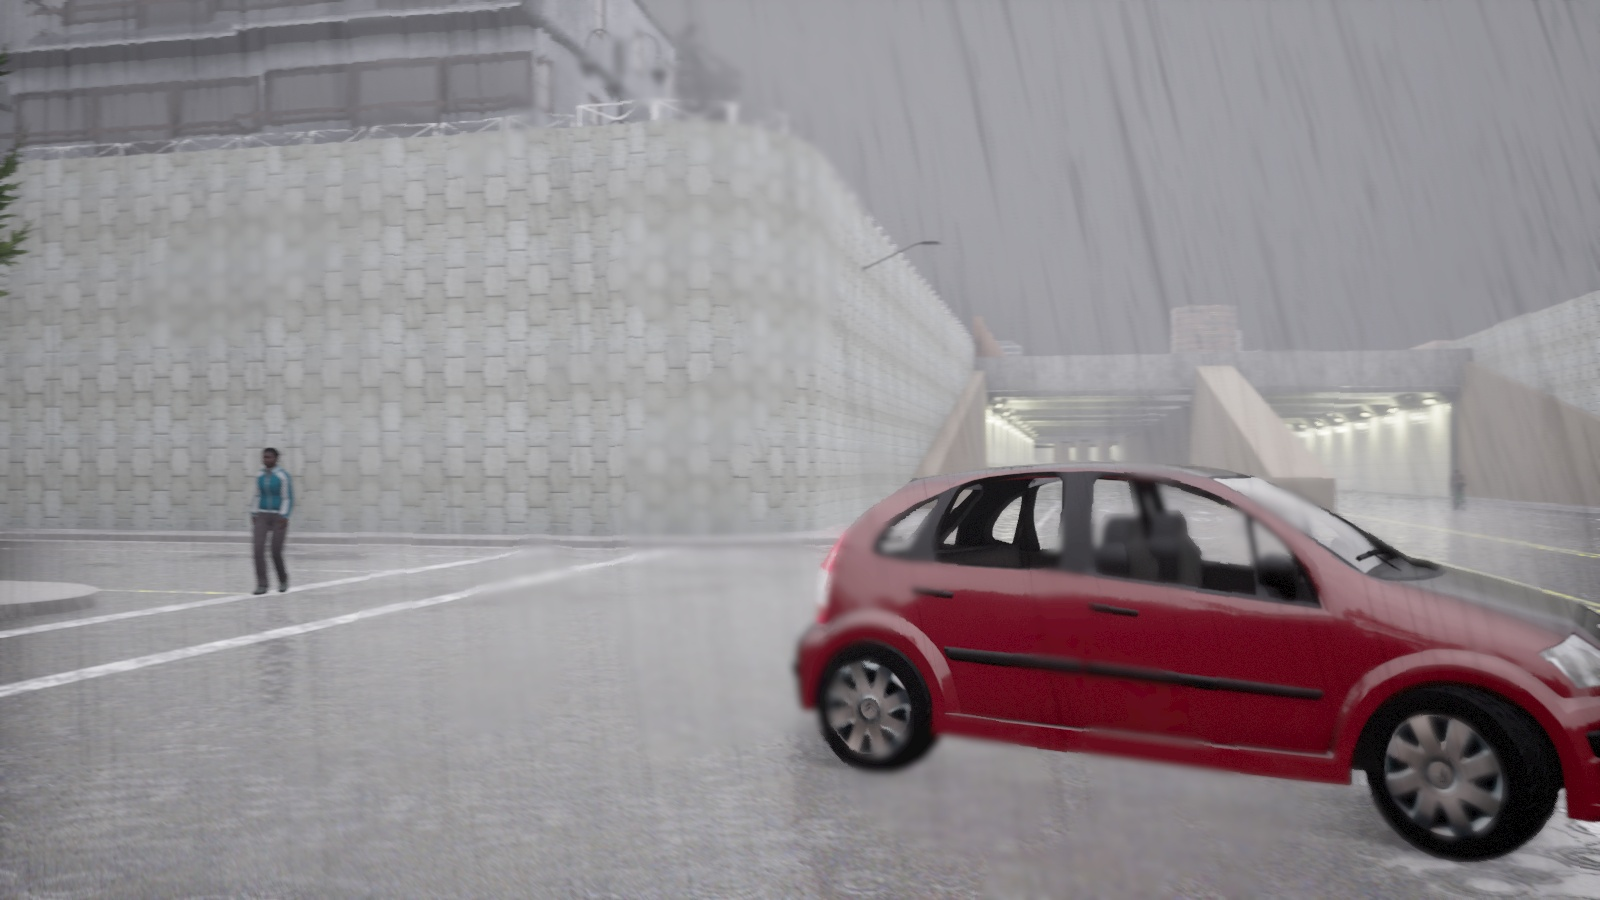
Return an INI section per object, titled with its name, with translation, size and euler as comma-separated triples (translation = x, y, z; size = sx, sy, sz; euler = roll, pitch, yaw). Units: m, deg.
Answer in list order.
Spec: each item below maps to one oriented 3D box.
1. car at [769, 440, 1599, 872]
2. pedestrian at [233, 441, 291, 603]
[car]
translation = 2.013, 0.808, 6.455
size = 3.988, 1.617, 1.851
euler = -1, -1, 33
[pedestrian]
translation = -6.547, 0.864, 15.300
size = 0.396, 1.930, 0.692
euler = 0, -1, 1
